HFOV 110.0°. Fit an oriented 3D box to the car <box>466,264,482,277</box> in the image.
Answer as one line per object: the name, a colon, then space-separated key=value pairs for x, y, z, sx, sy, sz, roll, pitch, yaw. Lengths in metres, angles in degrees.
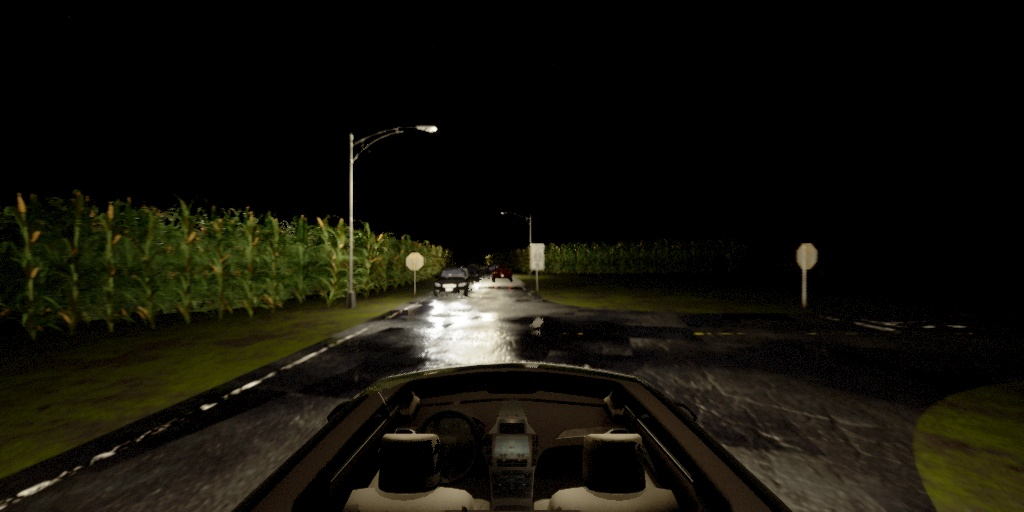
car: x=-4.632 y=1.749 z=44.164 sx=1.837 sy=1.490 sz=4.892 roll=0 pitch=-1 yaw=-5

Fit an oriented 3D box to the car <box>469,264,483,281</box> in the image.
car: x=-3.789 y=1.625 z=32.184 sx=1.812 sy=1.442 sz=4.674 roll=0 pitch=-1 yaw=-3

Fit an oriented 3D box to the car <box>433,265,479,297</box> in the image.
car: x=-3.249 y=1.456 z=20.468 sx=2.128 sy=1.511 sz=4.902 roll=0 pitch=-1 yaw=-2

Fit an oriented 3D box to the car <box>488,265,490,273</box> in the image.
car: x=-2.794 y=1.927 z=55.538 sx=2.033 sy=1.411 sz=5.357 roll=0 pitch=-1 yaw=-6

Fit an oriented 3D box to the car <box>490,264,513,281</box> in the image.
car: x=-1.002 y=1.652 z=34.830 sx=1.812 sy=1.442 sz=4.674 roll=0 pitch=-1 yaw=-4
